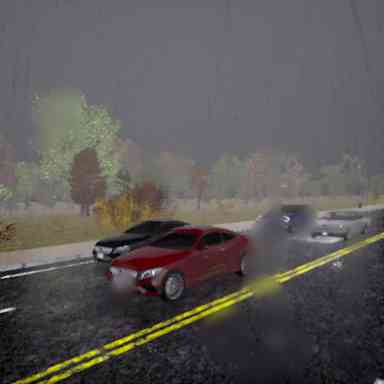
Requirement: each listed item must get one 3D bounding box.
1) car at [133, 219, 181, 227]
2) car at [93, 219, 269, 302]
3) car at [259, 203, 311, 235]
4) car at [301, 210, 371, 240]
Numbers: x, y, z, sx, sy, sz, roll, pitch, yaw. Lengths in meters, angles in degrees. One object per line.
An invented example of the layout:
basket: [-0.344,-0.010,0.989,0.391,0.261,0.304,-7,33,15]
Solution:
car: [-1.343,1.748,12.280,1.812,1.442,4.674,-2,-1,42]
car: [-0.006,1.667,8.902,1.812,1.442,4.674,-2,-1,42]
car: [5.856,1.526,20.293,2.097,1.767,4.553,-2,-1,42]
car: [7.862,1.689,17.660,1.895,1.301,4.718,-2,-1,42]
